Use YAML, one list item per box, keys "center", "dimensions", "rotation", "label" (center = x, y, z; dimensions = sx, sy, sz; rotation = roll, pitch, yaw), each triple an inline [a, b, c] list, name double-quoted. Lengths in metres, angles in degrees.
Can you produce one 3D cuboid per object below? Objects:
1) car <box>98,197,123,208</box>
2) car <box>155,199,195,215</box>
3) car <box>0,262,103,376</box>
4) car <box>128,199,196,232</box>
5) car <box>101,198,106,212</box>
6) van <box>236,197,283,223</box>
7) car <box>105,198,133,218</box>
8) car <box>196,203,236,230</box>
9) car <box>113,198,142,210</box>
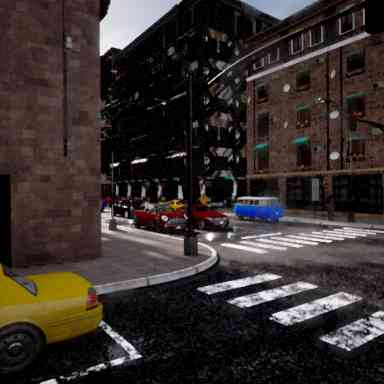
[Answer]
- center: [-11.752, 1.458, 47.813]
  dimensions: [1.887, 1.381, 4.507]
  rotation: [-1, 0, -36]
  label: "car"
- center: [-1.865, 1.445, 34.213]
  dimensions: [1.752, 1.417, 4.829]
  rotation: [0, 0, -36]
  label: "car"
- center: [-3.591, 1.526, 4.004]
  dimensions: [4.829, 1.417, 1.752]
  rotation: [0, 0, -36]
  label: "car"
- center: [-1.896, 1.438, 20.004]
  dimensions: [1.967, 1.590, 4.097]
  rotation: [0, 0, -36]
  label: "car"
- center: [-11.910, 1.179, 38.195]
  dimensions: [2.150, 2.045, 5.566]
  rotation: [-1, 0, -36]
  label: "car"
- center: [4.893, 1.276, 24.916]
  dimensions: [1.690, 1.788, 3.998]
  rotation: [0, 0, -36]
  label: "van"
- center: [-5.640, 1.470, 29.555]
  dimensions: [1.837, 1.490, 4.892]
  rotation: [-1, 0, -36]
  label: "car"
- center: [0.404, 1.505, 21.248]
  dimensions: [1.812, 1.442, 4.674]
  rotation: [-1, 0, -34]
  label: "car"
- center: [-8.423, 1.459, 43.233]
  dimensions: [1.887, 1.381, 4.507]
  rotation: [-1, 0, -36]
  label: "car"
